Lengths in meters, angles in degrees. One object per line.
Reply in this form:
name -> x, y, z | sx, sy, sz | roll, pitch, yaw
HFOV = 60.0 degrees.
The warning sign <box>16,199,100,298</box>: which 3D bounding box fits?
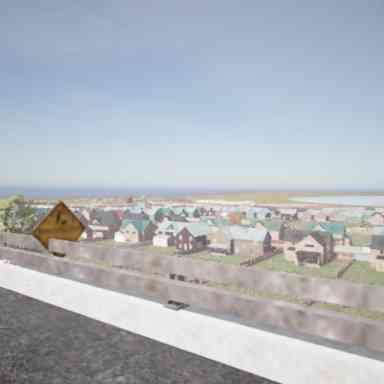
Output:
warning sign -> -2.883, 1.107, 7.227 | 1.060, 1.860, 1.300 | 1, 0, 36
